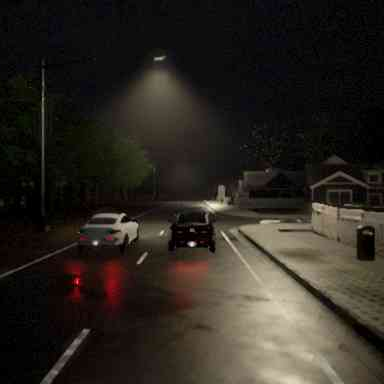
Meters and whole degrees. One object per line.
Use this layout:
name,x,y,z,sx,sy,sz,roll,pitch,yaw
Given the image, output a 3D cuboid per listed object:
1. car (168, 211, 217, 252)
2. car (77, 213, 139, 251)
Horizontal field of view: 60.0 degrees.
car,0.007,1.598,14.290,1.837,1.490,4.892,0,0,0
car,-3.493,1.616,14.384,1.812,1.442,4.674,0,0,0
